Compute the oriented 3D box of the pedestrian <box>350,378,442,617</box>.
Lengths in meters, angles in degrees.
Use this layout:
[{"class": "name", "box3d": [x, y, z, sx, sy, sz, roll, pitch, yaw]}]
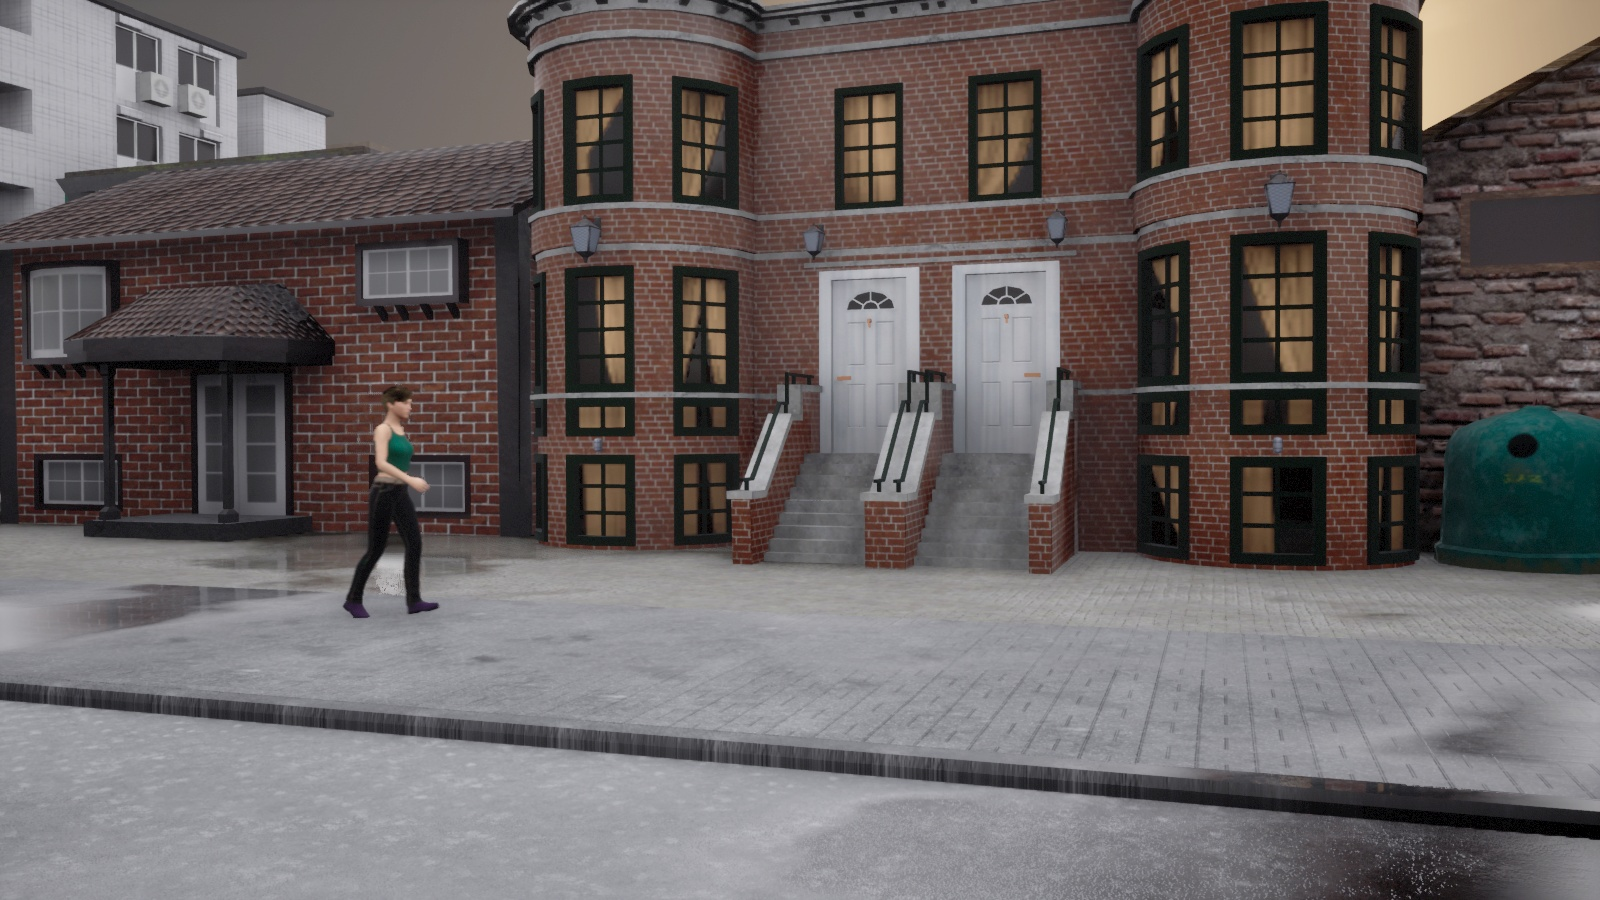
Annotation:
[{"class": "pedestrian", "box3d": [-3.178, 0.361, 9.891, 0.594, 1.836, 0.345, 0, 1, 15]}]
